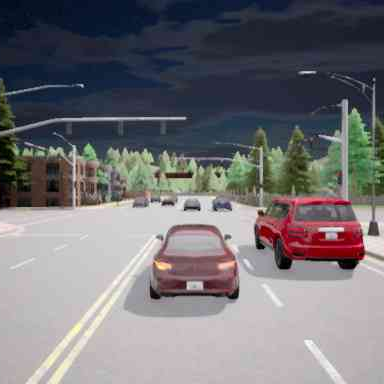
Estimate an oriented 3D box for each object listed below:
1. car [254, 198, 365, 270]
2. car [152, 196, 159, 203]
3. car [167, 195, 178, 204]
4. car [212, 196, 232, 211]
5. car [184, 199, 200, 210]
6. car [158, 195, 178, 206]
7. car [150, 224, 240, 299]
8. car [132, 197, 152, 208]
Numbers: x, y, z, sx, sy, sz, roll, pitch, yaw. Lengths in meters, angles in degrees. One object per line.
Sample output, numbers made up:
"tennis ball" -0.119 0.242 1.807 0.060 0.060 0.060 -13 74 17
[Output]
"car" 3.557 1.204 11.145 2.150 2.045 5.566 0 0 0
"car" -7.126 1.447 65.708 2.033 1.411 5.357 0 0 0
"car" -3.640 1.408 63.748 1.837 1.490 4.892 0 0 0
"car" 3.529 1.290 40.129 2.097 1.767 4.553 0 0 0
"car" 0.027 1.501 41.091 1.994 1.385 4.181 0 0 0
"car" -3.648 1.521 51.733 1.895 1.301 4.718 0 0 0
"car" 0.049 1.513 8.265 1.812 1.442 4.674 0 0 0
"car" -7.165 1.432 46.952 1.837 1.490 4.892 0 0 0
